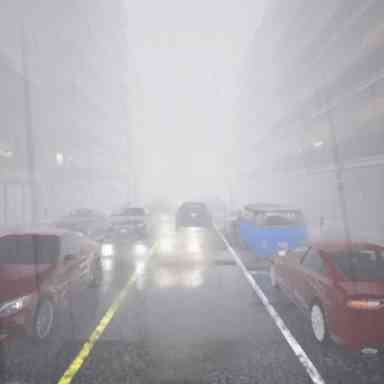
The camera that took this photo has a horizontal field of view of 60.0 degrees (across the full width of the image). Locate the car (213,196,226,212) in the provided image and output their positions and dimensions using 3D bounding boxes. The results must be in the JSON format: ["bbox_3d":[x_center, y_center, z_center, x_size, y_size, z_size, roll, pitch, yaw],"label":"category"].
[{"bbox_3d":[2.671,1.436,33.966,1.752,1.417,4.829,-1,0,0],"label":"car"}]

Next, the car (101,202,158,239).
[{"bbox_3d":[-3.055,1.479,17.205,1.812,1.442,4.674,0,0,0],"label":"car"}]

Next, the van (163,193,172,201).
[{"bbox_3d":[-5.727,1.153,77.994,1.690,1.788,3.998,-1,0,0],"label":"van"}]

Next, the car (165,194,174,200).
[{"bbox_3d":[-5.728,1.240,83.517,1.967,1.590,4.097,-1,0,0],"label":"car"}]

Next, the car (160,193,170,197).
[{"bbox_3d":[-5.719,1.413,61.423,1.947,1.339,4.313,0,0,0],"label":"car"}]

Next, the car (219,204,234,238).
[{"bbox_3d":[2.677,1.519,17.227,1.947,1.339,4.313,0,0,0],"label":"car"}]

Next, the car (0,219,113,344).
[{"bbox_3d":[-3.090,1.507,6.525,1.812,1.442,4.674,0,0,0],"label":"car"}]

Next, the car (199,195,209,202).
[{"bbox_3d":[2.658,1.374,72.460,2.008,1.369,4.403,-1,0,0],"label":"car"}]

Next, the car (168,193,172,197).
[{"bbox_3d":[-5.721,1.380,66.947,1.887,1.381,4.507,0,0,0],"label":"car"}]

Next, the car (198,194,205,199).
[{"bbox_3d":[2.650,1.303,94.724,1.752,1.417,4.829,-1,0,0],"label":"car"}]

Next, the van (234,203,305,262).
[{"bbox_3d":[2.677,1.309,11.702,1.690,1.788,3.998,0,0,0],"label":"van"}]

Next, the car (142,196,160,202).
[{"bbox_3d":[-5.714,1.411,44.683,1.752,1.417,4.829,0,0,0],"label":"car"}]

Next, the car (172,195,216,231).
[{"bbox_3d":[0.093,1.298,20.262,2.097,1.767,4.553,0,0,0],"label":"car"}]

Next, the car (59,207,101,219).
[{"bbox_3d":[-5.704,1.498,17.236,1.887,1.381,4.507,0,0,0],"label":"car"}]

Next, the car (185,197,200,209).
[{"bbox_3d":[0.084,1.412,44.100,1.812,1.442,4.674,0,0,0],"label":"car"}]

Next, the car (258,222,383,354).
[{"bbox_3d":[2.681,1.527,6.179,1.887,1.381,4.507,0,0,0],"label":"car"}]

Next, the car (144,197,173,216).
[{"bbox_3d":[-3.058,1.481,31.578,1.994,1.385,4.181,0,0,0],"label":"car"}]

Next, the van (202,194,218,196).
[{"bbox_3d":[2.665,1.226,44.844,1.690,1.788,3.998,-1,0,0],"label":"van"}]

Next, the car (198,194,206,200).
[{"bbox_3d":[2.652,1.340,89.031,2.008,1.369,4.403,-1,0,0],"label":"car"}]
